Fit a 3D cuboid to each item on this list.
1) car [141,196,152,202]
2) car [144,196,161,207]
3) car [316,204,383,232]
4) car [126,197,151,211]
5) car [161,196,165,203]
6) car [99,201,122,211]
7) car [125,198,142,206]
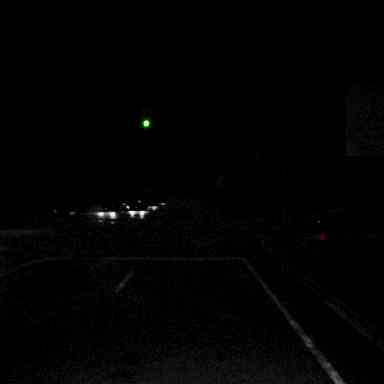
[{"bbox_3d":[-10.353,1.561,75.584,1.994,1.385,4.181,0,1,0],"label":"car"},{"bbox_3d":[-6.941,1.782,56.738,1.994,1.385,4.181,0,0,0],"label":"car"},{"bbox_3d":[10.011,1.612,20.334,4.674,1.442,1.812,0,0,-3],"label":"car"},{"bbox_3d":[-6.983,1.748,43.796,1.994,1.385,4.181,0,0,0],"label":"car"},{"bbox_3d":[-6.825,1.656,72.692,2.033,1.411,5.357,0,1,0],"label":"car"},{"bbox_3d":[-10.496,1.784,42.936,1.895,1.301,4.718,0,0,0],"label":"car"},{"bbox_3d":[-10.417,1.762,59.790,2.033,1.411,5.357,0,0,1],"label":"car"}]
